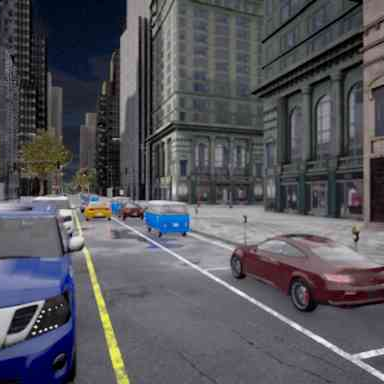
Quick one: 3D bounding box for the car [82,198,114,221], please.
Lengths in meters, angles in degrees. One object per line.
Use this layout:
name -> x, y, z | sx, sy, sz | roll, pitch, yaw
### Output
car -> -7.919, 1.536, 27.773 | 1.882, 1.535, 5.008 | 0, 0, -20

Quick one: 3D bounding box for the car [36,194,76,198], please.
car -> -7.377, 1.252, 17.411 | 2.150, 2.045, 5.566 | 0, 0, -20

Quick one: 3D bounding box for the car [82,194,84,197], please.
car -> -27.825, 1.779, 89.491 | 2.008, 1.369, 4.403 | 0, 0, -20

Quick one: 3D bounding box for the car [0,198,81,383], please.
car -> -3.028, 1.229, 5.328 | 2.150, 2.045, 5.566 | 0, 0, -20

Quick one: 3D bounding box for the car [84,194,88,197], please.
car -> -24.078, 1.741, 79.333 | 1.887, 1.381, 4.507 | 0, 0, -20

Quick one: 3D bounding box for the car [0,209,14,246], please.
car -> -9.465, 1.564, 15.050 | 1.887, 1.381, 4.507 | 0, 0, -20

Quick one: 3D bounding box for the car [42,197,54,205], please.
car -> -26.407, 1.651, 61.000 | 1.752, 1.417, 4.829 | 0, 0, -20

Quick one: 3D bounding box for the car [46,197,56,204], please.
car -> -30.122, 1.698, 71.088 | 1.887, 1.381, 4.507 | 0, 0, -20

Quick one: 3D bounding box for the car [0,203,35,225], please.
car -> -13.292, 1.584, 25.417 | 1.887, 1.381, 4.507 | 0, 0, -20

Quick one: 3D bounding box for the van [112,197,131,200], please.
van -> -7.170, 1.418, 33.545 | 1.690, 1.788, 3.998 | 0, 0, -20

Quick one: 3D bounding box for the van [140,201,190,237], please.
van -> -1.436, 1.387, 17.994 | 1.690, 1.788, 3.998 | 0, 0, -20

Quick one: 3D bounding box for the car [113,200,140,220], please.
car -> -5.260, 1.611, 28.360 | 1.887, 1.381, 4.507 | 0, 0, -20

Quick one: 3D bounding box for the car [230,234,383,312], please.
car -> 2.385, 1.609, 7.625 | 1.802, 1.307, 4.206 | 0, 0, -20

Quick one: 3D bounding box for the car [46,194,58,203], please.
car -> -31.952, 1.483, 76.051 | 2.192, 1.841, 5.009 | 0, 0, -20

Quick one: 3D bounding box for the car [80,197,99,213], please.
car -> -11.546, 1.643, 37.542 | 1.994, 1.385, 4.181 | 0, 0, -20

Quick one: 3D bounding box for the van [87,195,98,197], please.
van -> -20.330, 1.507, 69.177 | 1.690, 1.788, 3.998 | 0, 0, -20

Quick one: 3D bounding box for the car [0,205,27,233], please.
car -> -11.379, 1.574, 20.233 | 1.887, 1.381, 4.507 | 0, 0, -20
